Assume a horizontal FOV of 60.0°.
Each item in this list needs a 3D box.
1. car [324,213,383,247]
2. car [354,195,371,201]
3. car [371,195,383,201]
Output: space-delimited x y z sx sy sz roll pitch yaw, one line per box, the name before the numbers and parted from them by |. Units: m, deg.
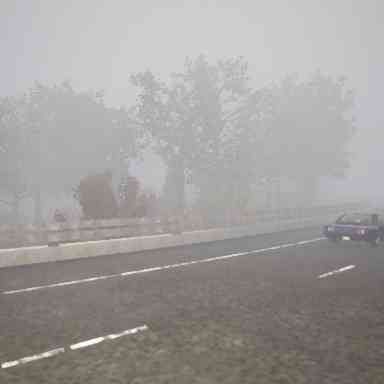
car | 7.944 1.614 15.201 4.718 1.301 1.895 0 0 -44
car | 40.241 1.507 80.038 2.033 1.411 5.357 0 0 4
car | 43.718 1.463 79.639 1.837 1.490 4.892 0 0 4
